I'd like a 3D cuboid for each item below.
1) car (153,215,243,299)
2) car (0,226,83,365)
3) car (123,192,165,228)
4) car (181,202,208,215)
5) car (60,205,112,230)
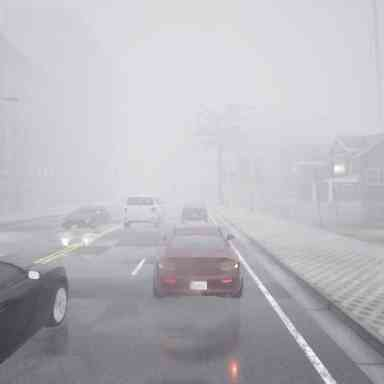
[{"bbox_3d":[0.128,1.525,8.314,1.812,1.442,4.674,0,0,0],"label":"car"},{"bbox_3d":[-3.138,1.477,3.977,1.882,1.535,5.008,0,0,0],"label":"car"},{"bbox_3d":[-3.071,1.215,22.064,2.150,2.045,5.566,0,0,0],"label":"car"},{"bbox_3d":[0.189,1.469,25.287,1.882,1.535,5.008,0,0,0],"label":"car"},{"bbox_3d":[-6.527,1.541,21.200,2.033,1.411,5.357,0,0,0],"label":"car"}]
